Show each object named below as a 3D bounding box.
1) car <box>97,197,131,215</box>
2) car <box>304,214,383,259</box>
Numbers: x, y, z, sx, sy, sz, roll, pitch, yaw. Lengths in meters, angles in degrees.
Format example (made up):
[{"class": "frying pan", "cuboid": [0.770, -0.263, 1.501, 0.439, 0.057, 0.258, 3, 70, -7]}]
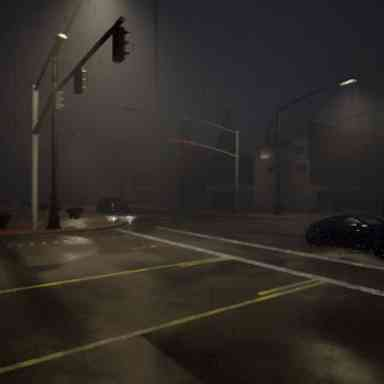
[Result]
[{"class": "car", "cuboid": [-7.826, 1.266, 33.146, 2.097, 1.767, 4.553, 0, -1, -35]}, {"class": "car", "cuboid": [6.475, 1.564, 12.756, 1.994, 1.385, 4.181, 0, 0, -35]}]
